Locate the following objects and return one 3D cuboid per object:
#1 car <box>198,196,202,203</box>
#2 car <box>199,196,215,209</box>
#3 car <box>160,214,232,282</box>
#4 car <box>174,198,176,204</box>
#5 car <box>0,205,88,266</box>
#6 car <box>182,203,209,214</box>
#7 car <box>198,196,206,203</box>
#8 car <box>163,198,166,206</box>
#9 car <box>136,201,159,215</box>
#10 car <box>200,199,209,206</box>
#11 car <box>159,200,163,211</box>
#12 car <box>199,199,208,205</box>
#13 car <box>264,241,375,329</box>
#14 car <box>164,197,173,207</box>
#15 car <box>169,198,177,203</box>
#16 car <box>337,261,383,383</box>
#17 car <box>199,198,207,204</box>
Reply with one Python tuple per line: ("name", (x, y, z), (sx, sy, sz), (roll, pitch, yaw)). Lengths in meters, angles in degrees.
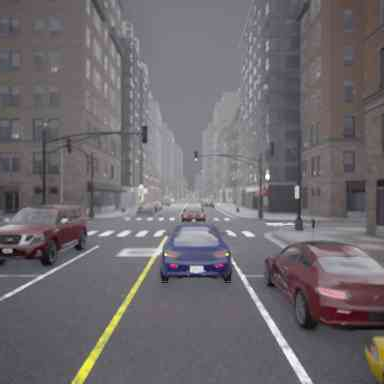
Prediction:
("car", (2.691, 2.033, 65.945), (1.967, 1.590, 4.097), (0, 0, 0))
("car", (2.682, 1.938, 55.037), (1.967, 1.590, 4.097), (0, 0, 0))
("car", (0.107, 1.617, 9.893), (1.812, 1.442, 4.674), (0, 0, 0))
("car", (-5.316, 2.306, 87.601), (1.752, 1.417, 4.829), (0, -1, 0))
("car", (-5.378, 1.427, 12.228), (2.192, 1.841, 5.009), (0, -1, 0))
("car", (0.130, 1.859, 27.192), (1.895, 1.301, 4.718), (0, 0, 0))
("car", (2.712, 2.147, 93.216), (2.192, 1.841, 5.009), (0, -1, 0))
("car", (-5.347, 1.973, 49.426), (1.752, 1.417, 4.829), (0, -1, 0))
("car", (-5.356, 1.903, 38.688), (2.008, 1.369, 4.403), (0, -1, 0))
("car", (2.696, 2.184, 71.398), (1.887, 1.381, 4.507), (0, 0, 0))
("car", (-5.352, 1.946, 44.142), (1.887, 1.381, 4.507), (0, -1, 0))
("car", (2.700, 2.238, 76.852), (2.008, 1.369, 4.403), (0, -1, 0))
("car", (2.643, 1.645, 6.797), (1.802, 1.307, 4.206), (0, -1, 0))
("car", (-5.334, 2.158, 65.957), (1.947, 1.339, 4.313), (0, 0, 0))
("car", (-5.312, 2.413, 93.224), (1.802, 1.307, 4.206), (0, -1, 0))
("car", (2.639, 1.541, 1.555), (1.752, 1.417, 4.829), (0, -1, 0))
("car", (2.705, 2.261, 82.476), (1.752, 1.417, 4.829), (0, -1, 0))
